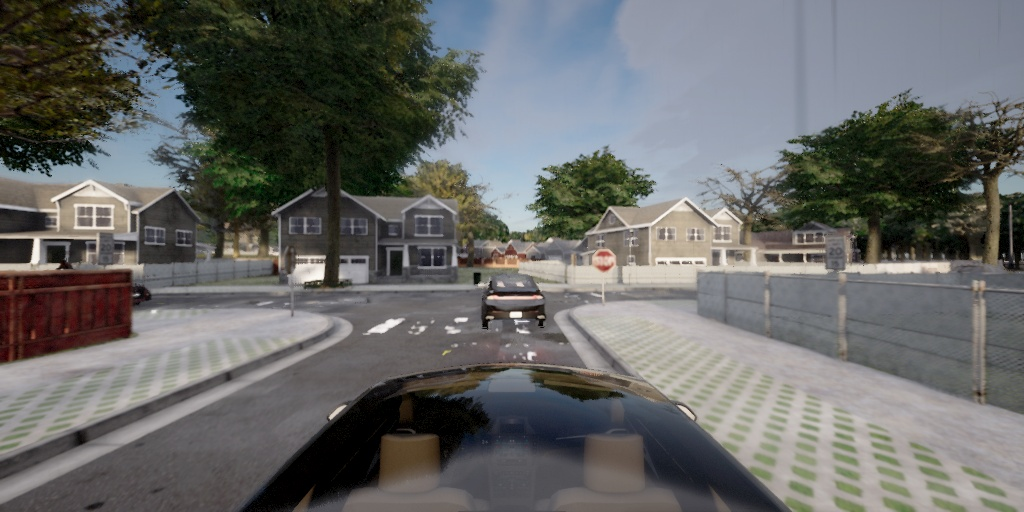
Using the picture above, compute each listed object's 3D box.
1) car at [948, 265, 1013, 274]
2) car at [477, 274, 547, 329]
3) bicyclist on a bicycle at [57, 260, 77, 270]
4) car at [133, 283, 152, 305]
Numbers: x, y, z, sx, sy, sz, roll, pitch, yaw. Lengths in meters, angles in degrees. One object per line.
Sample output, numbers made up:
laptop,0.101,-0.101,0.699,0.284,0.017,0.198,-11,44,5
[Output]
car,31.780,1.389,24.195,4.553,1.767,2.097,0,0,-16
car,-0.085,1.320,11.703,2.128,1.511,4.902,0,0,-4
bicyclist on a bicycle,-22.343,1.009,17.949,0.582,1.620,1.656,0,0,-12
car,-16.210,1.283,13.227,4.181,1.385,1.994,1,0,-12
